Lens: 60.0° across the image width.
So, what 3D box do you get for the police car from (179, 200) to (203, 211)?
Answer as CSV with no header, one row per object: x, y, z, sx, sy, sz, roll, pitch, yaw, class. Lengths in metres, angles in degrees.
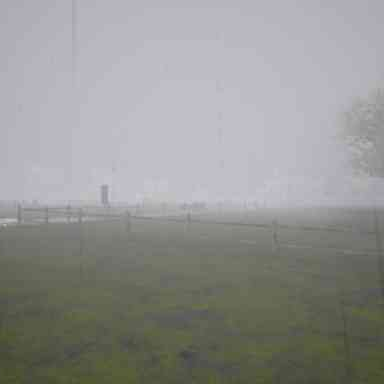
-0.114,2.033,51.277,1.930,1.638,5.238,-1,-2,36,police car
